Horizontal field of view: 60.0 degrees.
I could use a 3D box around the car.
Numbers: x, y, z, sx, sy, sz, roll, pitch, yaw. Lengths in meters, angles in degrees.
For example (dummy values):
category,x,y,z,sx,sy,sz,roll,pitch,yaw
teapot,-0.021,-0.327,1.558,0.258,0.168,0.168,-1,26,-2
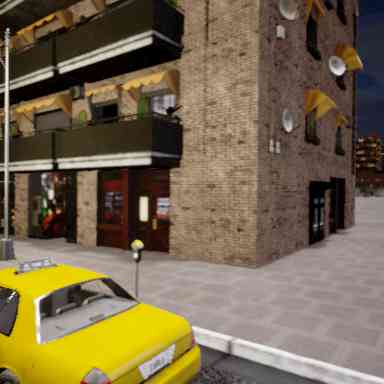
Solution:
category,x,y,z,sx,sy,sz,roll,pitch,yaw
car,-2.200,1.559,4.418,4.829,1.417,1.752,-1,1,35
